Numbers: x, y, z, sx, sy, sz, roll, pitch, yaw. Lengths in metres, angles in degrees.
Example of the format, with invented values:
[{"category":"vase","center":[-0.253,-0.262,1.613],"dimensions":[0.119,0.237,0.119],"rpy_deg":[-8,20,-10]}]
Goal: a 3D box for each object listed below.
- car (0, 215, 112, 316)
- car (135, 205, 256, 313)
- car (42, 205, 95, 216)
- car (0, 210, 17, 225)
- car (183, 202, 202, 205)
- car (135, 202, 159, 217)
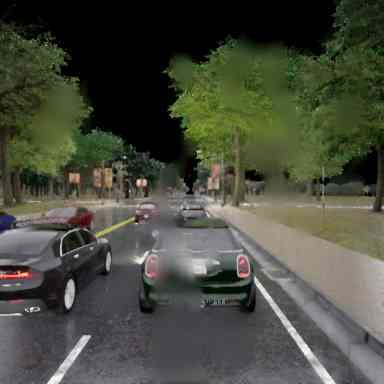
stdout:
[{"category":"car","center":[-3.162,1.501,7.545],"dimensions":[1.837,1.490,4.892],"rpy_deg":[0,0,0]},{"category":"car","center":[0.089,1.348,7.818],"dimensions":[2.097,1.767,4.553],"rpy_deg":[0,0,0]},{"category":"car","center":[-6.629,1.470,17.610],"dimensions":[1.882,1.535,5.008],"rpy_deg":[0,0,0]},{"category":"car","center":[-9.876,1.519,15.347],"dimensions":[1.812,1.442,4.674],"rpy_deg":[0,0,0]},{"category":"car","center":[0.057,1.486,24.216],"dimensions":[2.128,1.511,4.902],"rpy_deg":[0,0,0]},{"category":"car","center":[-3.192,1.521,25.435],"dimensions":[1.812,1.442,4.674],"rpy_deg":[0,0,0]}]
